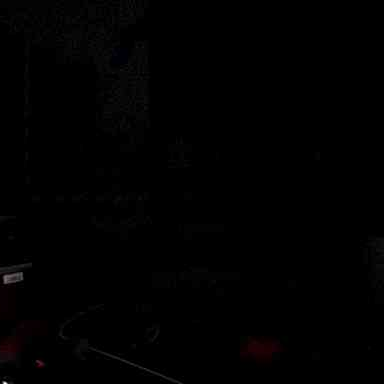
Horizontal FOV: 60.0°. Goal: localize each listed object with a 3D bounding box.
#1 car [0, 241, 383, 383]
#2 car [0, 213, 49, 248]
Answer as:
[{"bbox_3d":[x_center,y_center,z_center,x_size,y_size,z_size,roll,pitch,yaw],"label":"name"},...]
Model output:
[{"bbox_3d":[-0.066,1.440,3.007,4.097,1.590,1.967,0,0,35],"label":"car"},{"bbox_3d":[-4.500,1.315,6.156,5.009,1.841,2.192,0,0,35],"label":"car"}]
